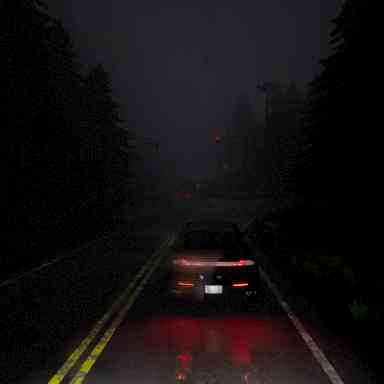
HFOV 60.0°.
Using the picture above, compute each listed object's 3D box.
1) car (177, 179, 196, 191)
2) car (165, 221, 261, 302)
[{"bbox_3d":[-0.693,-1.069,45.237,1.812,1.442,4.674,1,9,14],"label":"car"},{"bbox_3d":[0.449,1.466,8.186,2.128,1.511,4.902,0,0,2],"label":"car"}]
